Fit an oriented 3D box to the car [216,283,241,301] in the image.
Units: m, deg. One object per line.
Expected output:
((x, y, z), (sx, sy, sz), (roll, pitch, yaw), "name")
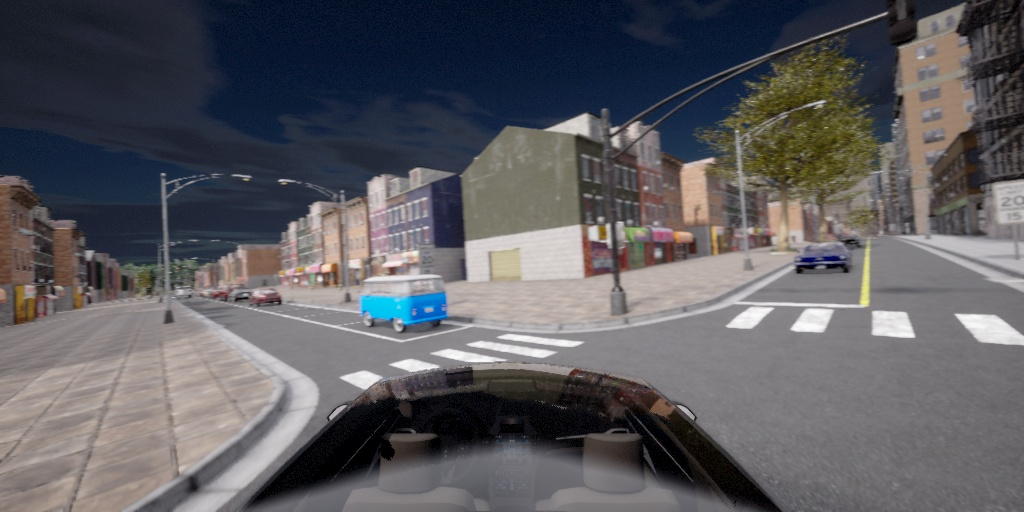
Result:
((-30.774, 3.991, 39.665), (2.192, 1.841, 5.009), (0, 0, -45), "car")

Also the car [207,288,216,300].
((-38.463, 4.942, 47.406), (1.888, 1.381, 4.507), (0, 0, -45), "car")

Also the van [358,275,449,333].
((-3.861, 1.576, 12.572), (1.690, 1.789, 3.998), (0, 0, -45), "van")

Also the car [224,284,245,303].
((-26.930, 3.886, 35.795), (1.948, 1.339, 4.313), (0, 0, -45), "car")

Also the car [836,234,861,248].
((32.767, -1.490, 35.056), (4.718, 1.301, 1.895), (-4, -1, -45), "car")

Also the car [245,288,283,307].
((-19.241, 3.198, 28.055), (1.802, 1.307, 4.207), (0, 0, -45), "car")

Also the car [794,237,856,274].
((14.691, 0.052, 16.892), (1.895, 1.301, 4.718), (-5, 0, 45), "car")
